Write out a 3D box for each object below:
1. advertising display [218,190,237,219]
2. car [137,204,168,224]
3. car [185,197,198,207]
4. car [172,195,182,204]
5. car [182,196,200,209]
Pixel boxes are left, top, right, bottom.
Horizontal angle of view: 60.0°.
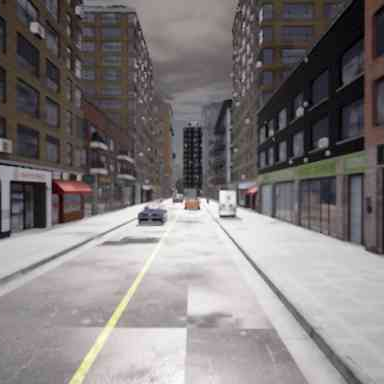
[{"bbox_3d":[3.003,1.044,28.093,1.540,2.440,0.280,0,0,0],"label":"advertising display"},{"bbox_3d":[-2.859,1.618,24.819,1.895,1.301,4.718,0,0,0],"label":"car"},{"bbox_3d":[-0.021,1.560,54.491,2.033,1.411,5.357,0,0,0],"label":"car"},{"bbox_3d":[-2.783,1.352,66.315,2.097,1.767,4.553,0,0,0],"label":"car"},{"bbox_3d":[0.049,1.372,45.227,2.097,1.767,4.553,0,0,0],"label":"car"}]
